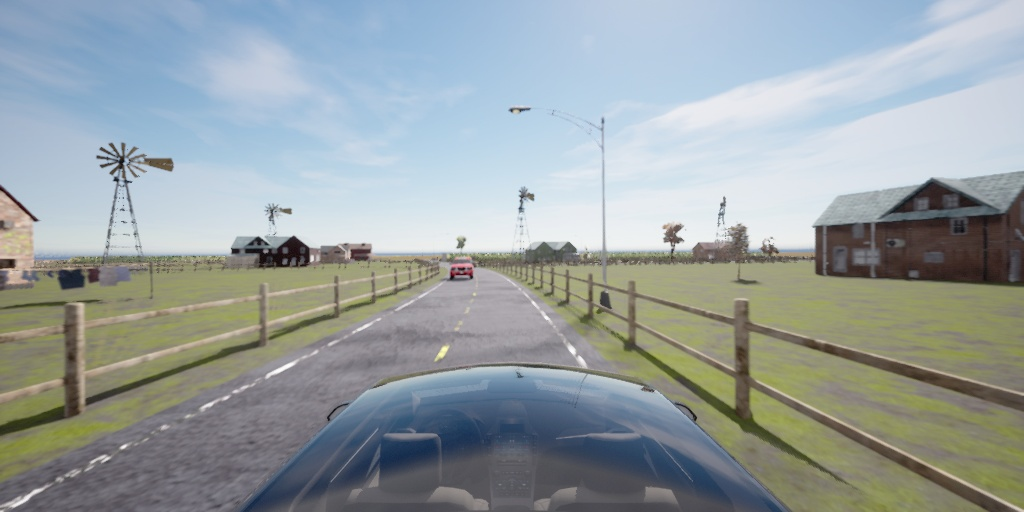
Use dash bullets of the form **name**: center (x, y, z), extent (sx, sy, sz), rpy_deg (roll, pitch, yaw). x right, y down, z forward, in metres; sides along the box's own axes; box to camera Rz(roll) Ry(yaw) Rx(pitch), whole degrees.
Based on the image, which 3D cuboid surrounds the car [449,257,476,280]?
- **car**: center (-4.822, 1.156, 34.814), extent (2.150, 2.045, 5.566), rpy_deg (-1, 0, -7)
